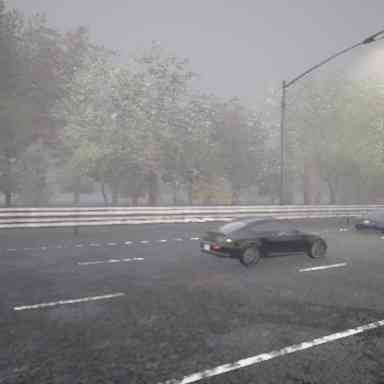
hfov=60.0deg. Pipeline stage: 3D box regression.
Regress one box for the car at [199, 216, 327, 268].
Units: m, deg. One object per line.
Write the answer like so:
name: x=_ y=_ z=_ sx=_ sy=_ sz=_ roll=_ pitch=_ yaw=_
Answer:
car: x=2.477 y=1.560 z=11.312 sx=4.674 sy=1.442 sz=1.812 roll=1 pitch=0 yaw=-28

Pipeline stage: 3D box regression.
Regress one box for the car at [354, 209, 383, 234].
car: x=11.960 y=1.748 z=20.385 sx=4.181 sy=1.385 sz=1.994 roll=1 pitch=0 yaw=-28
